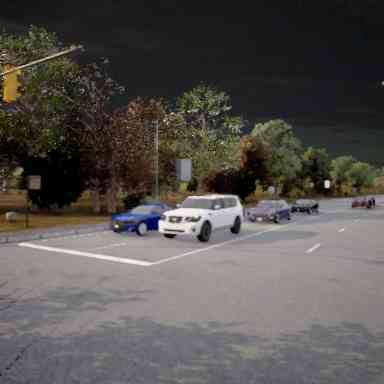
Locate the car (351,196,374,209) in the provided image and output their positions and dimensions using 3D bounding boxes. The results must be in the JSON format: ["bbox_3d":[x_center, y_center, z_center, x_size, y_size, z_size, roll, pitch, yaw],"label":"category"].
[{"bbox_3d":[22.944,1.306,44.965,2.097,1.767,4.553,0,0,32],"label":"car"}]

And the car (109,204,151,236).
[{"bbox_3d":[-2.369,1.404,18.387,1.882,1.535,5.008,0,0,32],"label":"car"}]

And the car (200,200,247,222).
[{"bbox_3d":[2.586,1.449,26.232,1.812,1.442,4.674,0,0,32],"label":"car"}]

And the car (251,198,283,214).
[{"bbox_3d":[7.877,1.445,34.572,1.812,1.442,4.674,0,0,32],"label":"car"}]

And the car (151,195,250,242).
[{"bbox_3d":[0.671,1.168,16.651,2.150,2.045,5.566,0,0,32],"label":"car"}]

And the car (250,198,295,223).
[{"bbox_3d":[5.841,1.295,24.828,2.097,1.767,4.553,0,0,32],"label":"car"}]

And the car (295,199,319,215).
[{"bbox_3d":[11.423,1.416,33.645,1.882,1.535,5.008,0,0,32],"label":"car"}]
